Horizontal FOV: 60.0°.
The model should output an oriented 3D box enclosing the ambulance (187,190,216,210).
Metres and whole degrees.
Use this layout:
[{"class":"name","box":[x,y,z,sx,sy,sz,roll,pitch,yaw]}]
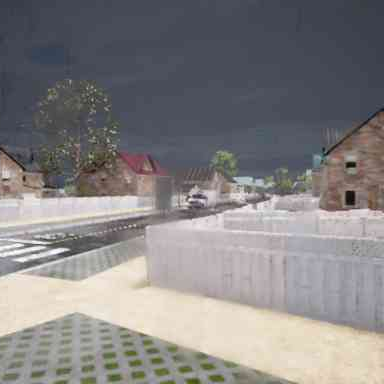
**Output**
[{"class":"ambulance","box":[1.244,0.957,42.871,2.351,2.431,6.366,2,1,18]}]
